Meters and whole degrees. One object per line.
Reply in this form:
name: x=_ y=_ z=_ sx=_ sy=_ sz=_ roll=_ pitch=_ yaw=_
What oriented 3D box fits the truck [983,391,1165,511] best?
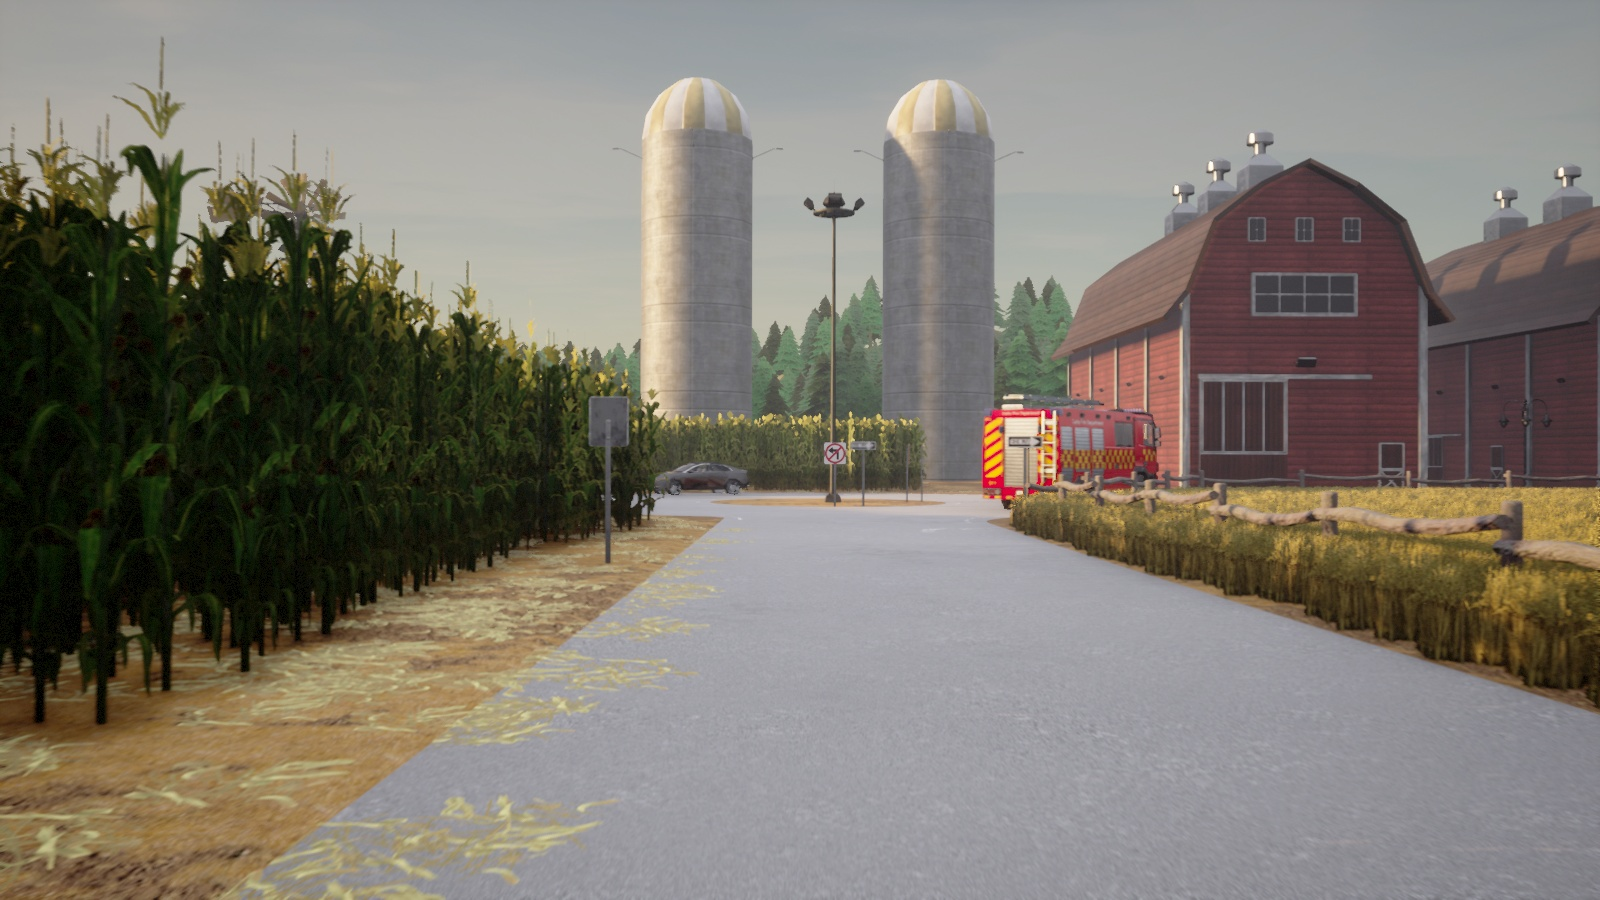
truck: x=9.800 y=0.043 z=44.125 sx=2.891 sy=3.827 sz=8.468 roll=0 pitch=0 yaw=38

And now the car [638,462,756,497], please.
car: x=-4.687 y=1.297 z=57.096 sx=4.902 sy=1.511 sz=2.128 roll=0 pitch=-1 yaw=-29
